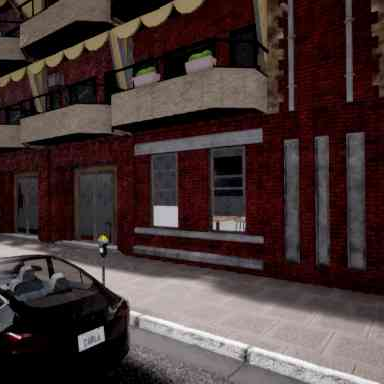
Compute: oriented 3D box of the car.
[{"bbox_3d":[-2.739,1.567,4.681,4.313,1.339,1.947,0,-1,35],"label":"car"}]
